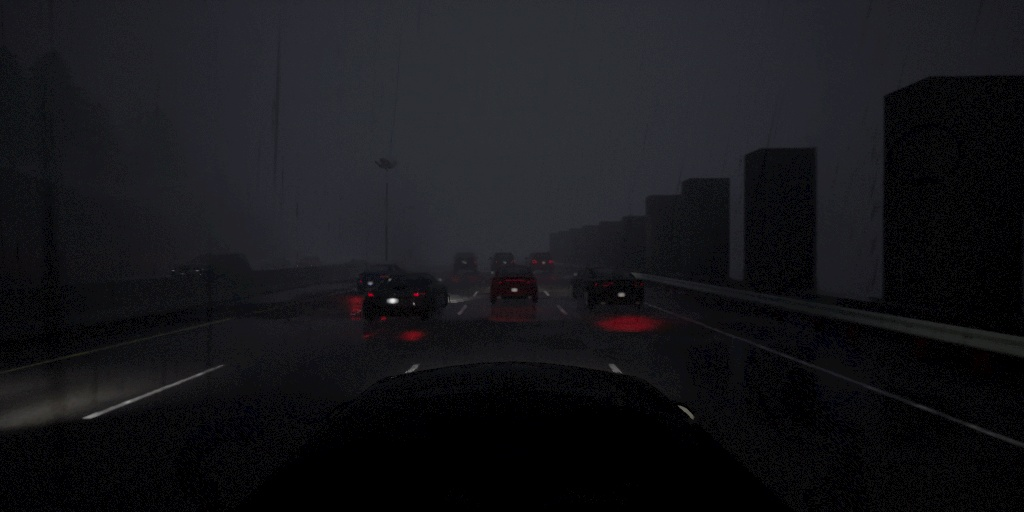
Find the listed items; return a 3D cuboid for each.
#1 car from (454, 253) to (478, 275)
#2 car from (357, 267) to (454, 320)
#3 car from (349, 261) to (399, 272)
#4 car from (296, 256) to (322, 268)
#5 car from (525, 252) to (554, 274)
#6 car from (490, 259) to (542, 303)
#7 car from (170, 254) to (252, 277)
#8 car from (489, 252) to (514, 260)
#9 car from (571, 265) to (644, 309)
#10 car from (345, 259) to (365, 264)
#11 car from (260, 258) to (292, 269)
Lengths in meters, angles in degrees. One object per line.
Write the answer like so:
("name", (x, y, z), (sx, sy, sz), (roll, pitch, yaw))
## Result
("car", (-4.481, 0.687, 34.815), (2.150, 2.045, 5.566), (0, 1, -6))
("car", (-3.407, 1.231, 12.220), (1.994, 1.385, 4.181), (0, 1, 0))
("car", (-7.044, 1.137, 19.946), (1.812, 1.442, 4.674), (0, 1, -2))
("car", (-28.020, 0.841, 49.589), (2.097, 1.767, 4.553), (0, 1, -12))
("car", (2.567, 0.661, 34.609), (2.150, 2.045, 5.566), (0, 1, -5))
("car", (0.065, 1.098, 15.876), (1.882, 1.535, 5.008), (0, 1, -1))
("car", (-21.482, 0.837, 25.949), (2.150, 2.045, 5.566), (0, 0, -4))
("car", (-0.948, 0.675, 34.624), (2.150, 2.045, 5.566), (0, 1, -6))
("car", (3.584, 1.099, 14.248), (1.882, 1.535, 5.008), (0, 1, 0))
("car", (-20.525, 1.016, 47.314), (1.895, 1.301, 4.718), (0, 1, -10))
("car", (-31.243, 1.001, 47.756), (2.033, 1.411, 5.357), (0, 1, -11))
